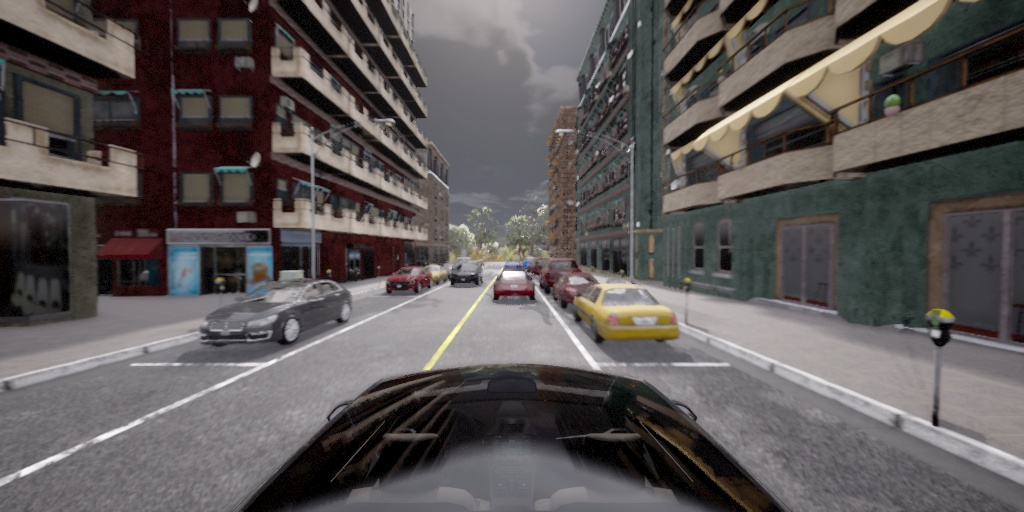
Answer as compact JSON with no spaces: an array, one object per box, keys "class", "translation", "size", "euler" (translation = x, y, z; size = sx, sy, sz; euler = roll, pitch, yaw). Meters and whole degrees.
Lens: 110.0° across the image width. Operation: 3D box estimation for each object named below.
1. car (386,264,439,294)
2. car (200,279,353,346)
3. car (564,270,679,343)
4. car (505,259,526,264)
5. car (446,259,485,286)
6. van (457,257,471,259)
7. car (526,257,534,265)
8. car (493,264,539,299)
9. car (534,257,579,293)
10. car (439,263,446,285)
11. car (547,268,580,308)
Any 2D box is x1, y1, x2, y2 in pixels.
[{"class":"car","translation":[-5.693,1.283,20.359],"size":[1.888,1.381,4.507],"euler":[0,0,0]},{"class":"car","translation":[-5.692,1.295,9.310],"size":[2.007,1.370,4.403],"euler":[0,0,0]},{"class":"car","translation":[2.689,1.270,9.530],"size":[1.751,1.417,4.829],"euler":[0,0,0]},{"class":"car","translation":[0.097,1.204,36.109],"size":[1.882,1.535,5.008],"euler":[0,0,0]},{"class":"car","translation":[-3.049,1.212,25.021],"size":[1.882,1.535,5.008],"euler":[0,0,0]},{"class":"van","translation":[-5.695,1.062,42.457],"size":[1.690,1.789,3.998],"euler":[0,0,0]},{"class":"car","translation":[2.687,1.045,31.457],"size":[2.192,1.841,5.009],"euler":[0,0,0]},{"class":"car","translation":[0.098,1.304,17.830],"size":[1.994,1.385,4.181],"euler":[0,0,0]},{"class":"car","translation":[2.688,1.052,20.408],"size":[2.192,1.841,5.009],"euler":[0,0,0]},{"class":"car","translation":[-5.694,1.259,25.714],"size":[1.751,1.417,4.829],"euler":[0,0,0]},{"class":"car","translation":[2.688,1.323,14.884],"size":[1.802,1.307,4.207],"euler":[0,0,0]}]
